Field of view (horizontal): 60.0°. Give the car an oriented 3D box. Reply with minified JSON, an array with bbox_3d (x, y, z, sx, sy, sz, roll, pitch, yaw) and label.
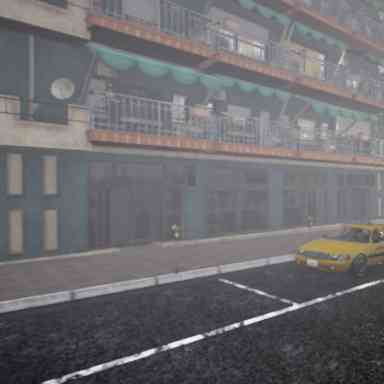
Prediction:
[{"bbox_3d":[5.164,1.575,10.256,4.829,1.417,1.752,0,-1,-35],"label":"car"}]
